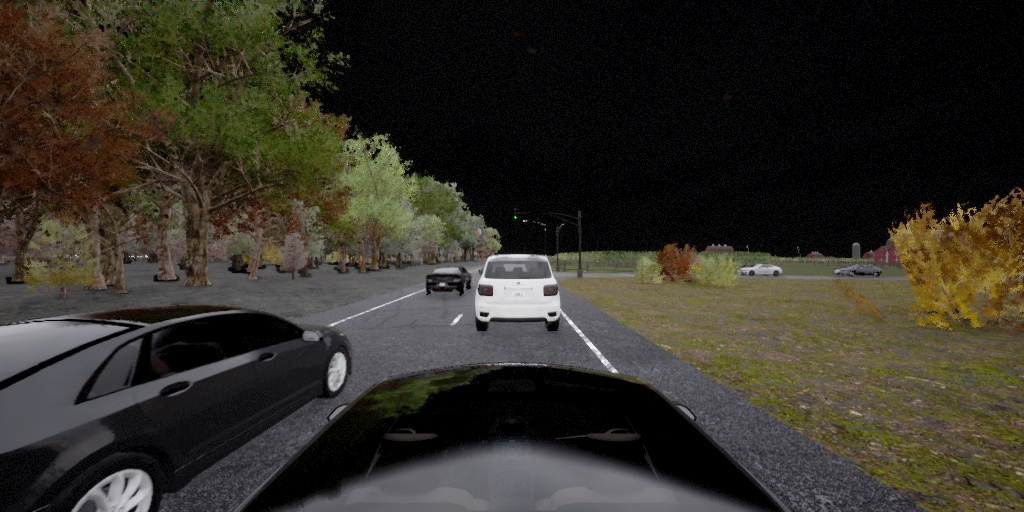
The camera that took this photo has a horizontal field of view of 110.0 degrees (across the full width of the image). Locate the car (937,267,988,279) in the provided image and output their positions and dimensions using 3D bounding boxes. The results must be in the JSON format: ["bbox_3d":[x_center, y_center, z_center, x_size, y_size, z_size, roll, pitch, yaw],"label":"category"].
[{"bbox_3d":[49.000,1.846,39.061,4.181,1.385,1.994,1,-1,0],"label":"car"}]

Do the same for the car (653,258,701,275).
[{"bbox_3d":[19.631,1.243,42.850,5.566,2.045,2.150,1,-1,0],"label":"car"}]

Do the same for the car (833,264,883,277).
[{"bbox_3d":[41.074,1.748,42.695,4.902,1.511,2.128,1,-1,1],"label":"car"}]

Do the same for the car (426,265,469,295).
[{"bbox_3d":[-3.366,1.232,19.795,1.882,1.535,5.008,0,0,0],"label":"car"}]

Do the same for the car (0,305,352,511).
[{"bbox_3d":[-3.397,1.252,3.638,1.837,1.490,4.892,0,-1,0],"label":"car"}]

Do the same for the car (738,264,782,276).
[{"bbox_3d":[29.596,1.656,42.787,4.674,1.442,1.812,1,-1,0],"label":"car"}]

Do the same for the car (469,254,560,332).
[{"bbox_3d":[0.125,0.974,11.008,2.150,2.045,5.566,0,0,-1],"label":"car"}]
